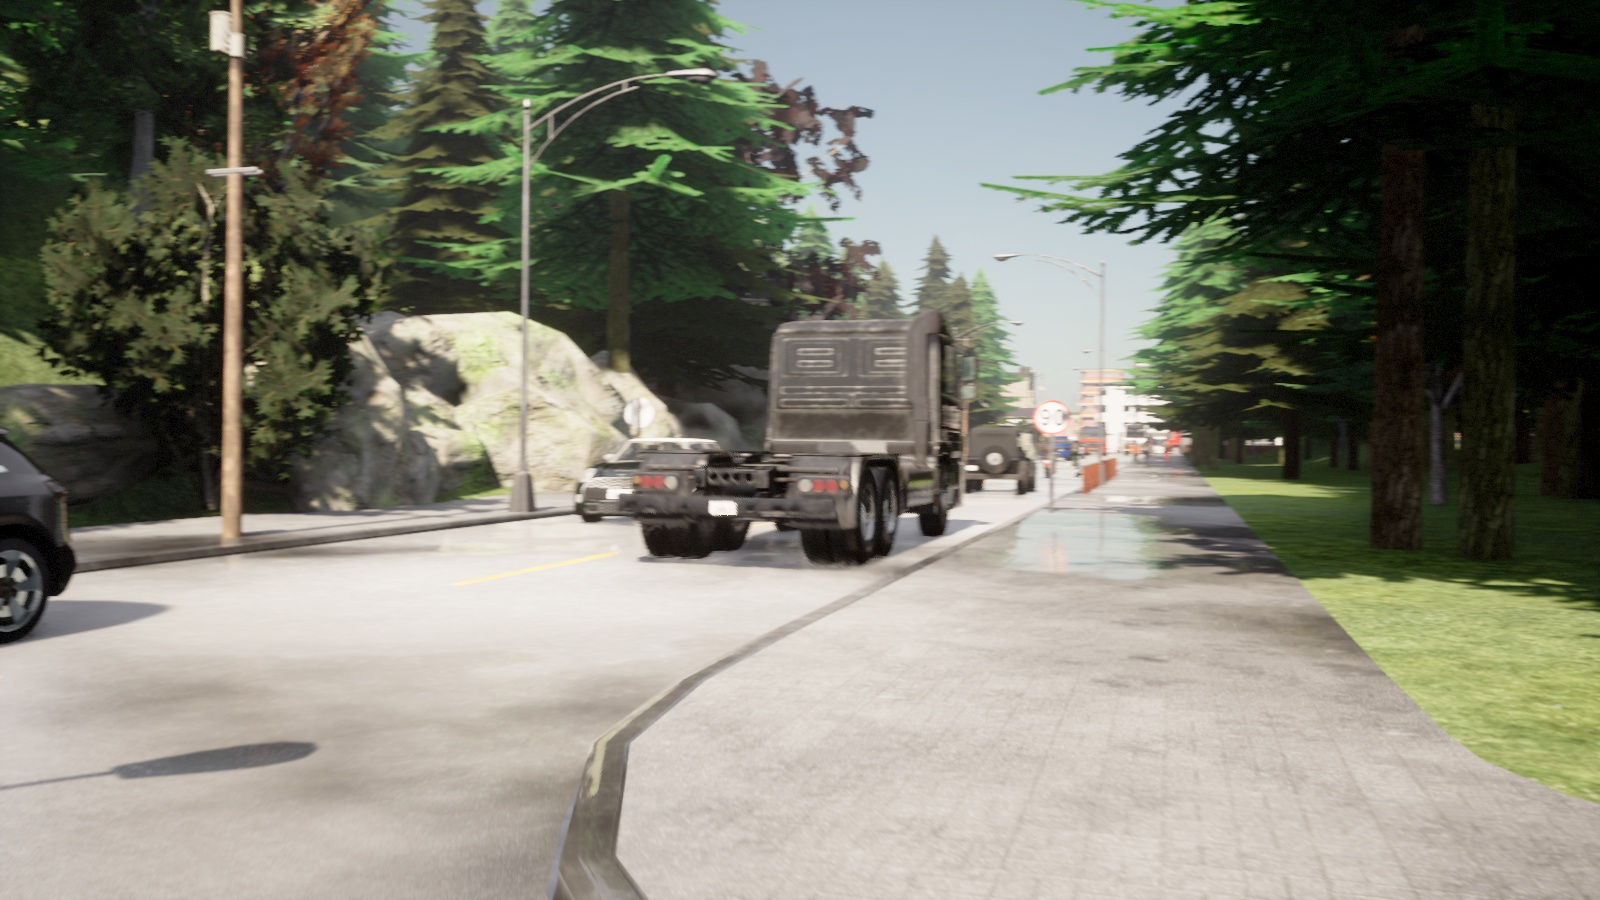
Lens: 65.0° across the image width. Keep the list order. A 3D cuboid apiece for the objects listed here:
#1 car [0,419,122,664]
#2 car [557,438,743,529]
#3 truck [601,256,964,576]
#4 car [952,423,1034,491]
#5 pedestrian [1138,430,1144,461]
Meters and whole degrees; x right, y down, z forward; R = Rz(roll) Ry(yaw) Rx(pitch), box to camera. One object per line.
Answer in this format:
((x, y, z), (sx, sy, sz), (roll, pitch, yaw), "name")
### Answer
((-6.622, 0.636, 7.365), (2.033, 1.649, 4.856), (0, 0, 11), "car")
((-2.563, 0.524, 22.434), (1.970, 1.475, 3.806), (0, 0, 16), "car")
((0.242, -0.399, 17.811), (2.891, 3.462, 7.936), (0, 1, 17), "truck")
((5.708, 0.191, 36.760), (1.905, 1.878, 3.866), (0, 0, 16), "car")
((20.075, -0.278, 73.861), (0.328, 1.805, 0.869), (0, 1, 17), "pedestrian")
